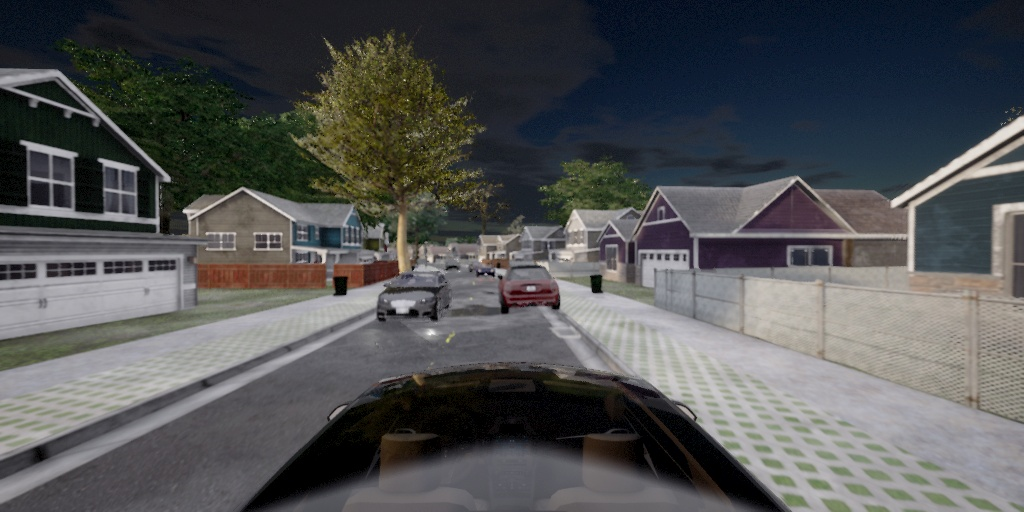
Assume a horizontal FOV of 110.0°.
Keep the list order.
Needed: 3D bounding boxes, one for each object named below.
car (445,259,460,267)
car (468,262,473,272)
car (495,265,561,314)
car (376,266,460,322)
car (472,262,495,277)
[{"bbox_3d":[-8.977,1.319,54.285,2.097,1.767,4.553,0,0,-13],"label":"car"},{"bbox_3d":[-4.918,1.479,49.130,2.033,1.411,5.357,0,0,-11],"label":"car"},{"bbox_3d":[0.527,1.118,14.251,2.097,1.767,4.553,-2,0,-3],"label":"car"},{"bbox_3d":[-3.229,1.284,12.595,2.128,1.511,4.902,0,0,-3],"label":"car"},{"bbox_3d":[-2.817,1.482,36.922,1.895,1.301,4.718,0,0,-8],"label":"car"}]
